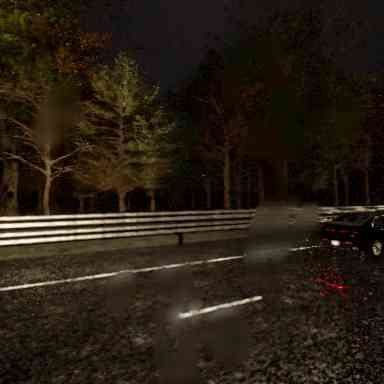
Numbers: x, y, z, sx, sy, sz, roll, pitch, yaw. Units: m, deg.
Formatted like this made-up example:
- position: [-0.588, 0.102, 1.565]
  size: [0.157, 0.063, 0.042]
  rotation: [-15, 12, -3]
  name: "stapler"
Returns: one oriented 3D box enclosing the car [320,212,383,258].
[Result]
- position: [6.980, 1.533, 12.891]
  size: [4.892, 1.490, 1.837]
  rotation: [0, 0, -34]
  name: "car"
